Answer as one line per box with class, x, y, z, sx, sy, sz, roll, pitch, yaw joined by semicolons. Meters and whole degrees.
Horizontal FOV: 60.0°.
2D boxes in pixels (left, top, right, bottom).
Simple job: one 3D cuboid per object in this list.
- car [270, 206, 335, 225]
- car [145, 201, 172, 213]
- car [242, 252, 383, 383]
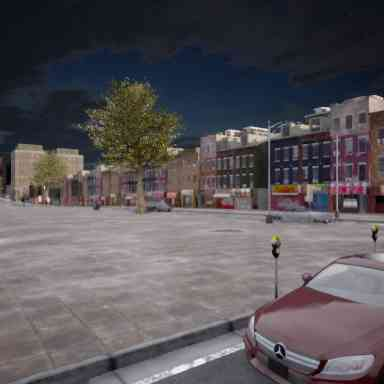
car;8.254;1.759;25.256;1.895;1.301;4.718;0;-1;-36
car;-4.467;1.993;43.038;1.837;1.490;4.892;0;-1;-35
car;2.595;1.581;4.653;4.206;1.307;1.802;0;0;-35
